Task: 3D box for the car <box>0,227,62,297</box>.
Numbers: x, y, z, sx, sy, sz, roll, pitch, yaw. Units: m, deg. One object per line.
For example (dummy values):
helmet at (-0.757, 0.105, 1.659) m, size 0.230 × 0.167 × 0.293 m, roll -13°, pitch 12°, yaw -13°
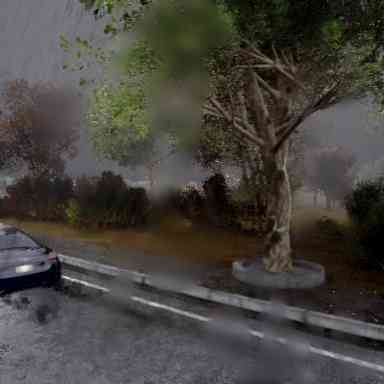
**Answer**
car at (-5.035, 1.572, 8.257) m, size 4.181 × 1.385 × 1.994 m, roll 0°, pitch 0°, yaw 40°
